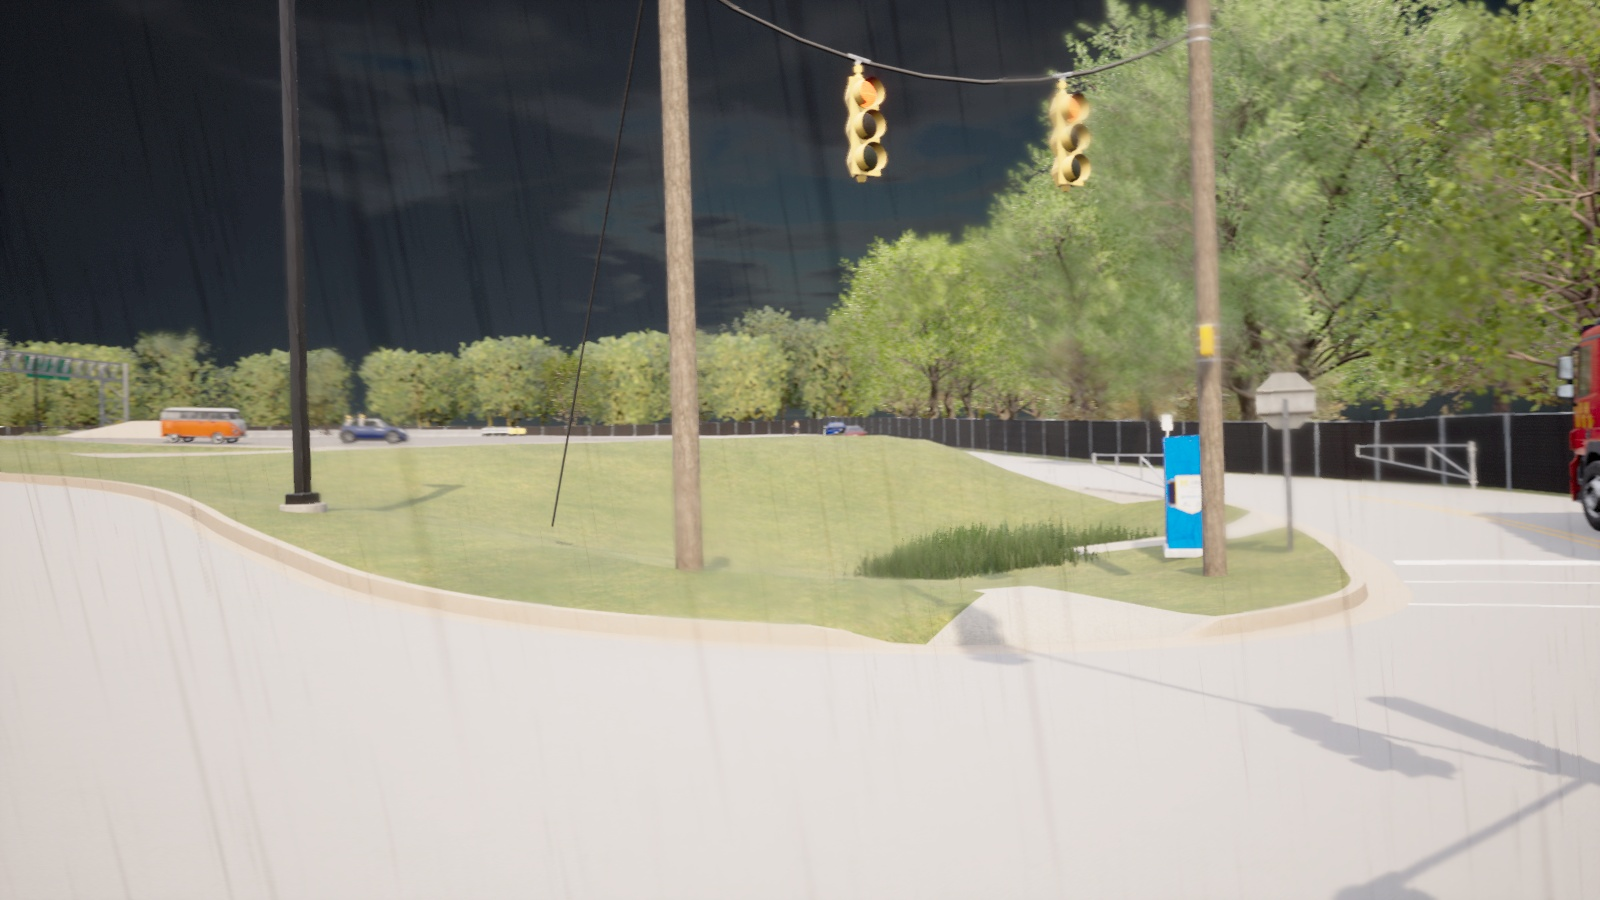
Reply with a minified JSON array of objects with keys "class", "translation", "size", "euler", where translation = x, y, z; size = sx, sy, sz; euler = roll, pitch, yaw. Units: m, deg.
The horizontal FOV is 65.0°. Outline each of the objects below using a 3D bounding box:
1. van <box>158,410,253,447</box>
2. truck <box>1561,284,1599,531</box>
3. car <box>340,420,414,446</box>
[{"class":"van","translation":[-32.956,-1.211,69.641],"size":[4.442,1.987,1.775],"euler":[1,2,4]},{"class":"truck","translation":[13.219,-0.636,17.549],"size":[2.891,3.827,8.468],"euler":[-2,1,21]},{"class":"car","translation":[-24.824,-1.010,73.787],"size":[3.806,1.475,1.970],"euler":[1,1,-9]}]
